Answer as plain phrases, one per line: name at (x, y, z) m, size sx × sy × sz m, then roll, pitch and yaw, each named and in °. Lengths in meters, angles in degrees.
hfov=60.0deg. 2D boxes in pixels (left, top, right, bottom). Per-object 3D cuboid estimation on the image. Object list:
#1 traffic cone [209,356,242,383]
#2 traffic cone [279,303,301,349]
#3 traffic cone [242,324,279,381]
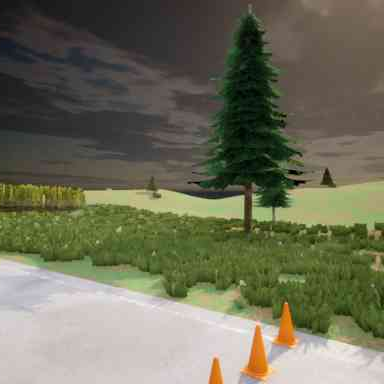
traffic cone at (0.243, 1.955, 3.359) m, size 0.340 × 0.580 × 0.340 m, roll 0°, pitch 0°, yaw 36°
traffic cone at (1.412, 1.955, 4.982) m, size 0.340 × 0.580 × 0.340 m, roll 0°, pitch 0°, yaw 36°
traffic cone at (0.828, 1.955, 4.171) m, size 0.340 × 0.580 × 0.340 m, roll 0°, pitch 0°, yaw 36°
